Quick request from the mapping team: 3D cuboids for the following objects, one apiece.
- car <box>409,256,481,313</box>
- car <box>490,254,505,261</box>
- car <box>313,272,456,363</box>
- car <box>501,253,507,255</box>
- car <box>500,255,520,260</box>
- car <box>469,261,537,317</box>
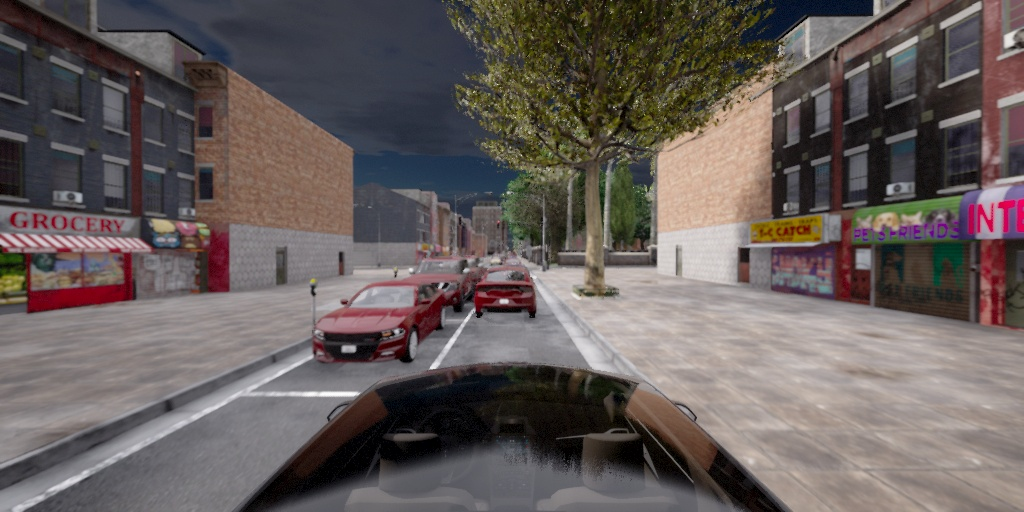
[{"bbox_3d":[-2.614,0.951,13.642,2.192,1.841,5.009,0,0,0],"label":"car"},{"bbox_3d":[-2.537,0.765,57.248,1.751,1.417,4.829,0,0,0],"label":"car"},{"bbox_3d":[-2.626,1.235,8.031,1.888,1.381,4.507,0,0,0],"label":"car"},{"bbox_3d":[-2.529,0.507,62.686,2.192,1.841,5.009,0,0,0],"label":"car"},{"bbox_3d":[0.067,0.924,34.378,1.882,1.535,5.008,0,1,0],"label":"car"},{"bbox_3d":[-0.140,1.123,12.686,1.882,1.535,5.008,0,0,2],"label":"car"}]
